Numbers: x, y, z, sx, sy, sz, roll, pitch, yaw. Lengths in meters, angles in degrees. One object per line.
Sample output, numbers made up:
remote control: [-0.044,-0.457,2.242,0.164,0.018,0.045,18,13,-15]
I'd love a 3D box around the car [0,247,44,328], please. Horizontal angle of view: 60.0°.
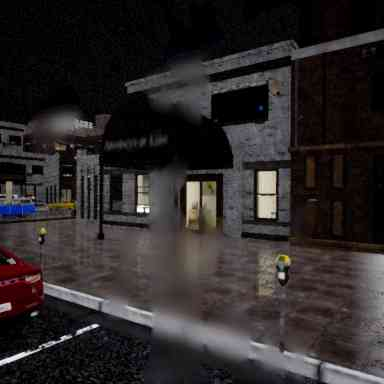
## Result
car: [-4.547,1.544,6.110,4.507,1.381,1.887,0,0,35]

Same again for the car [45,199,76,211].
car: [-16.244,1.569,42.453,1.752,1.417,4.829,0,0,35]

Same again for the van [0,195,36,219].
van: [-15.640,1.413,28.724,1.690,1.788,3.998,0,0,35]
